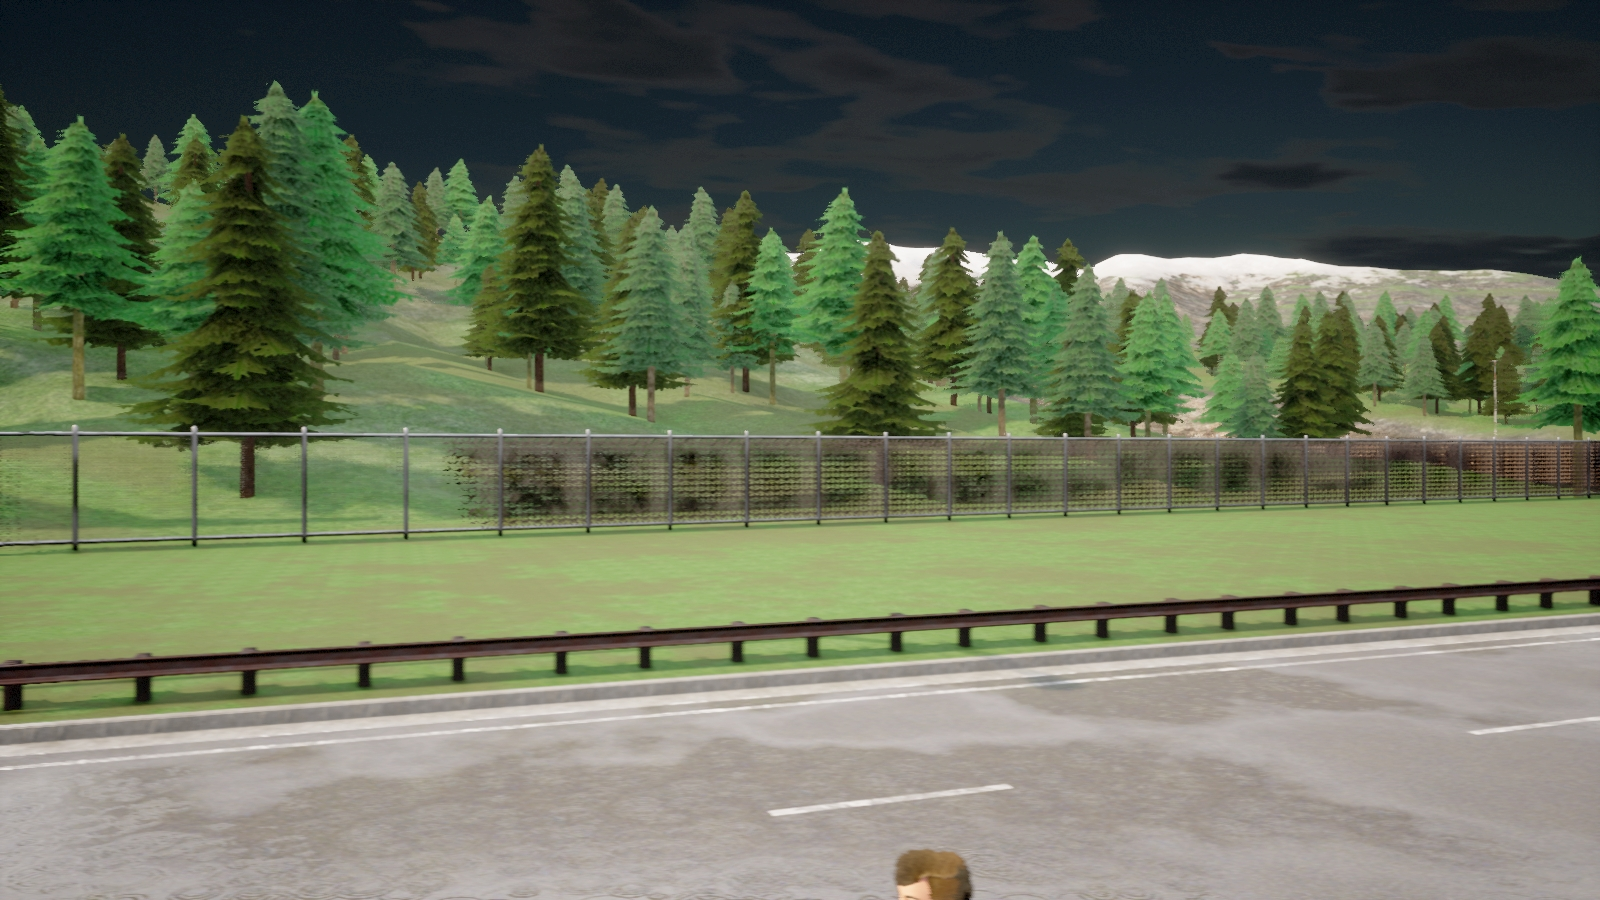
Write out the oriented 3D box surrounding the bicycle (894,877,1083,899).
[{"bbox_3d":[0.326,2.157,3.401,1.487,1.277,0.859,0,0,-20],"label":"bicycle"}]
